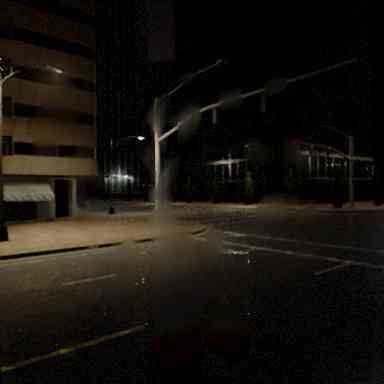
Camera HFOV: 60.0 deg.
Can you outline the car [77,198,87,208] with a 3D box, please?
[{"bbox_3d":[-16.995,1.606,48.491,1.882,1.535,5.008,-1,0,-39],"label":"car"}]
